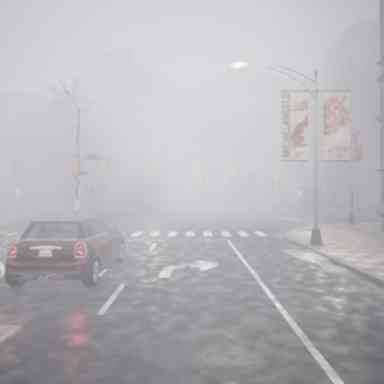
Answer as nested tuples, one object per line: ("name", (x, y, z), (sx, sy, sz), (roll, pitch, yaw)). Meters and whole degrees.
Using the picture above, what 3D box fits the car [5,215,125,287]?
("car", (-3.374, 1.447, 9.805), (2.097, 1.767, 4.553), (0, -1, 0))

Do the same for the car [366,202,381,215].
("car", (22.511, 1.861, 36.727), (4.902, 1.511, 2.128), (0, -1, 1))

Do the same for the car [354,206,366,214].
("car", (22.699, 1.951, 40.244), (5.357, 1.411, 2.033), (0, -1, 1))
